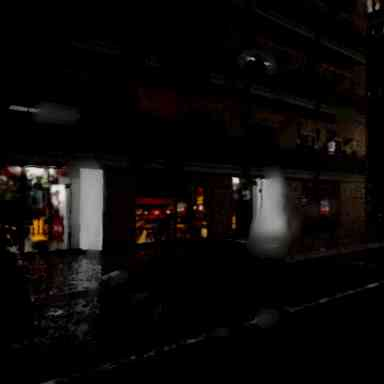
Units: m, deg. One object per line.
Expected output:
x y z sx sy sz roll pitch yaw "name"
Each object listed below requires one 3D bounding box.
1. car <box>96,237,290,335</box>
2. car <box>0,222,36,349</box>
0.233 1.624 6.725 4.206 1.307 1.802 1 0 -35 "car"
-4.353 1.297 3.454 5.009 1.841 2.192 1 0 -35 "car"
